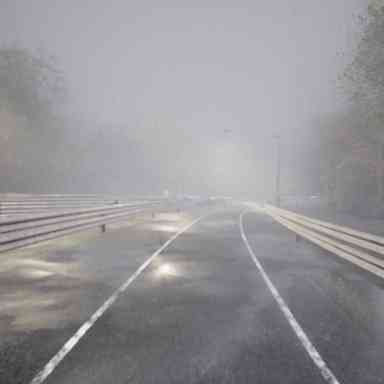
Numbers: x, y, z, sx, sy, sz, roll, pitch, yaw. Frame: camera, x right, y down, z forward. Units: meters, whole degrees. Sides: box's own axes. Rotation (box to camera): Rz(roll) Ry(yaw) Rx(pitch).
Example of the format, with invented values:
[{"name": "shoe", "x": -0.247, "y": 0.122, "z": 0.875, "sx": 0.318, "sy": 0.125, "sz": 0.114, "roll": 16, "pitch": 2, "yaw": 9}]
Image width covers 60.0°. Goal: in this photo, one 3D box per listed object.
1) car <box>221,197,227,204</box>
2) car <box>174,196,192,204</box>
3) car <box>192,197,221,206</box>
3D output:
[{"name": "car", "x": 6.106, "y": 1.805, "z": 72.137, "sx": 1.994, "sy": 1.385, "sz": 4.181, "roll": 2, "pitch": 0, "yaw": 28}, {"name": "car", "x": -1.586, "y": 1.453, "z": 65.155, "sx": 1.882, "sy": 1.535, "sz": 5.008, "roll": 2, "pitch": 0, "yaw": 28}, {"name": "car", "x": 2.583, "y": 1.697, "z": 58.129, "sx": 2.033, "sy": 1.411, "sz": 5.357, "roll": 2, "pitch": 0, "yaw": 28}]
